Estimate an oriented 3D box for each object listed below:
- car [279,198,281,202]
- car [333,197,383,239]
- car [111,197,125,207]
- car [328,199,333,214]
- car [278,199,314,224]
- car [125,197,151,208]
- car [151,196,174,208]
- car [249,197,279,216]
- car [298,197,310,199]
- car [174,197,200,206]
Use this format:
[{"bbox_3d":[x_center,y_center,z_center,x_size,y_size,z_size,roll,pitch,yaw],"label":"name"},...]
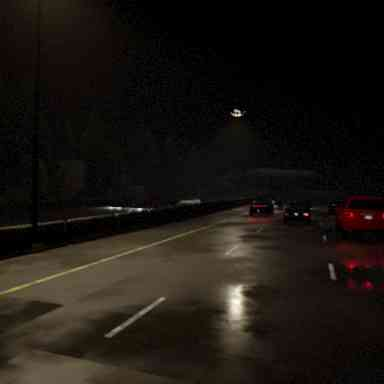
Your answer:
[{"bbox_3d":[10.252,1.377,41.326,1.837,1.490,4.892,0,1,20],"label":"car"},{"bbox_3d":[9.039,1.253,17.795,2.150,2.045,5.566,0,0,20],"label":"car"},{"bbox_3d":[-9.876,1.397,47.739,1.994,1.385,4.181,0,1,20],"label":"car"},{"bbox_3d":[14.865,1.433,33.602,2.128,1.511,4.902,0,0,20],"label":"car"},{"bbox_3d":[7.963,1.548,24.999,2.033,1.411,5.357,0,0,20],"label":"car"},{"bbox_3d":[-6.854,1.371,45.843,1.812,1.442,4.674,0,0,21],"label":"car"},{"bbox_3d":[-3.300,1.366,45.338,1.837,1.490,4.892,0,0,20],"label":"car"},{"bbox_3d":[6.733,1.450,31.784,2.128,1.511,4.902,0,0,20],"label":"car"},{"bbox_3d":[13.059,1.401,38.825,1.837,1.490,4.892,0,1,20],"label":"car"},{"bbox_3d":[-0.284,1.388,43.424,1.812,1.442,4.674,0,0,21],"label":"car"}]
